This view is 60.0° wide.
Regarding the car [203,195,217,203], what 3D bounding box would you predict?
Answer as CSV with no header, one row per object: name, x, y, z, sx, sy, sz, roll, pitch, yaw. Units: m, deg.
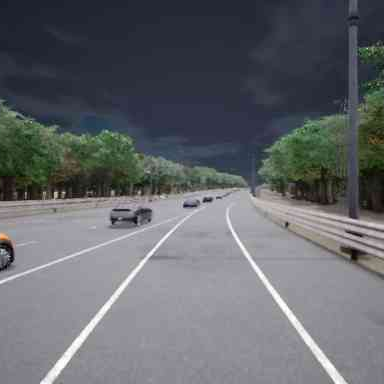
car,3.414,1.382,68.573,1.882,1.535,5.008,0,0,9

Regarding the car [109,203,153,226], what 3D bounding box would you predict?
car,-4.085,1.472,23.110,2.128,1.511,4.902,0,0,9

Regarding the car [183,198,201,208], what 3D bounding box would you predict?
car,0.023,1.507,48.021,1.994,1.385,4.181,0,0,9

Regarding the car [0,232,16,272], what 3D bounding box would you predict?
car,-6.567,1.373,8.129,2.097,1.767,4.553,-1,0,9
